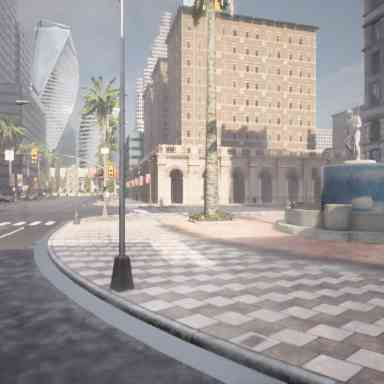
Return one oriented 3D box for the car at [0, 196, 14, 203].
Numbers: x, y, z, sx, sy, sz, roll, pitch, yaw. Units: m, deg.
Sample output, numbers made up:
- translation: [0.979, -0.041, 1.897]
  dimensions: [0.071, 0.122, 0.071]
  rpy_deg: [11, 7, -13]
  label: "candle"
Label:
- translation: [-38.961, 1.513, 70.149]
  dimensions: [2.161, 1.482, 4.786]
  rpy_deg: [0, 0, -15]
  label: "car"
